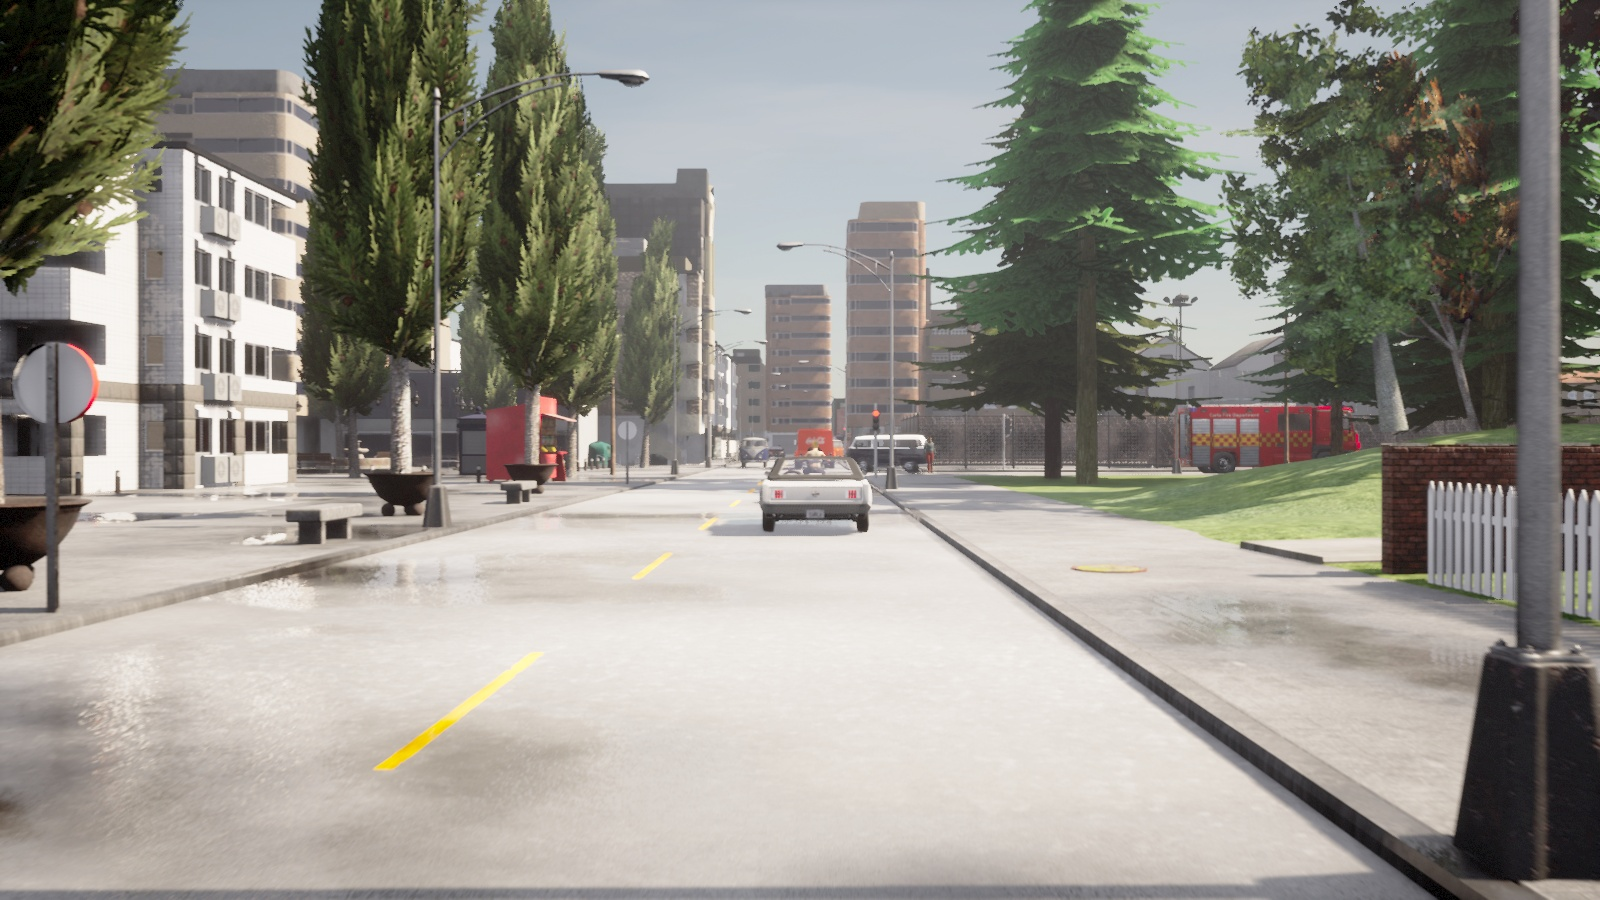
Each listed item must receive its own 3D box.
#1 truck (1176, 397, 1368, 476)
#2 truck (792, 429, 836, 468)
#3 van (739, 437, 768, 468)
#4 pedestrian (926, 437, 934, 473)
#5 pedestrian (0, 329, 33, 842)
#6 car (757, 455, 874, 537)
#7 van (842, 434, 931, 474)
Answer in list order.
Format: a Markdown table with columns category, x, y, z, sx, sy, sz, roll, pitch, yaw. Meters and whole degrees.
| category | x | y | z | sx | sy | sz | roll | pitch | yaw |
| --- | --- | --- | --- | --- | --- | --- | --- | --- | --- |
| truck | 23.399 | -0.654 | 62.520 | 8.468 | 3.827 | 2.891 | 0 | 0 | 1 |
| truck | 0.885 | -0.079 | 80.826 | 2.627 | 2.467 | 5.204 | 0 | 0 | -2 |
| van | -3.106 | 0.149 | 84.774 | 1.775 | 1.987 | 4.442 | 0 | 0 | 0 |
| pedestrian | 6.627 | 0.241 | 63.970 | 0.353 | 1.847 | 0.614 | 0 | 0 | 1 |
| pedestrian | -3.475 | 0.517 | 4.647 | 0.873 | 1.952 | 0.659 | 0 | 0 | -3 |
| car | 0.274 | 0.754 | 22.758 | 1.895 | 1.301 | 4.718 | 0 | 0 | 1 |
| van | 4.628 | 0.199 | 67.260 | 4.480 | 2.038 | 2.069 | 0 | 1 | 13 |
